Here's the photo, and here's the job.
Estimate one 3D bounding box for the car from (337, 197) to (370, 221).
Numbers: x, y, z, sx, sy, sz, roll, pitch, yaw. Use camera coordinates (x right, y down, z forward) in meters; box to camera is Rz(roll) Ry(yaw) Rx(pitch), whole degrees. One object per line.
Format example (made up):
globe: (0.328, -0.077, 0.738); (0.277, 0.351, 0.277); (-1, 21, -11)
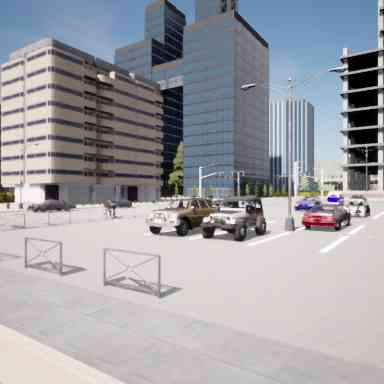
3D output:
car: (14.097, 1.395, 28.592); (1.970, 1.475, 3.806); (0, 0, 34)

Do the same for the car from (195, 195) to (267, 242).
car: (2.094, 1.155, 15.617); (1.905, 1.878, 3.866); (0, 0, 34)

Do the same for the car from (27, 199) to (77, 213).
car: (-15.954, 1.540, 38.177); (2.033, 1.411, 5.357); (0, 0, 34)

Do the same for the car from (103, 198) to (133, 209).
car: (-10.329, 1.557, 46.550); (1.994, 1.385, 4.181); (0, 0, 35)

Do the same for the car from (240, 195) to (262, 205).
car: (10.395, 1.347, 58.354); (2.097, 1.767, 4.553); (0, 0, 34)

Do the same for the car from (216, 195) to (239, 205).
car: (6.360, 1.346, 58.781); (2.097, 1.767, 4.553); (0, 0, 34)

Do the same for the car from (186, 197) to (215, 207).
car: (1.322, 1.486, 51.149); (2.128, 1.511, 4.902); (0, 0, 34)

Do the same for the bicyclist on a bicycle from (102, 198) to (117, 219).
bicyclist on a bicycle: (-6.519, 1.298, 26.229); (1.656, 1.620, 0.582); (0, 0, 34)

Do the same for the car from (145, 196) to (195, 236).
car: (-0.276, 1.151, 17.279); (1.932, 1.855, 4.605); (0, 0, 34)

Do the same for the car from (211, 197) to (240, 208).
car: (5.135, 1.543, 50.475); (2.033, 1.411, 5.357); (0, 0, 33)
